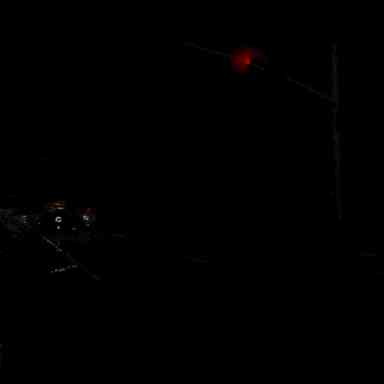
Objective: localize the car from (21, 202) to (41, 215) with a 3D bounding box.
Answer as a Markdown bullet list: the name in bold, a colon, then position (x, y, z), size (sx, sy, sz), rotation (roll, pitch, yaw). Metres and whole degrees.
- **car**: position (-20.391, 2.090, 41.850), size (1.895, 1.301, 4.718), rotation (-2, 0, -31)

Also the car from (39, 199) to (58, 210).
- **car**: position (-22.597, 1.959, 52.301), size (1.882, 1.535, 5.008), rotation (-2, 1, -33)

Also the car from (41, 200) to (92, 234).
- **car**: position (-8.075, 1.597, 21.398), size (2.097, 1.767, 4.553), rotation (-2, 1, -31)

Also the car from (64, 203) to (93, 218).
- **car**: position (-12.084, 1.872, 35.145), size (1.895, 1.301, 4.718), rotation (-2, 1, -31)

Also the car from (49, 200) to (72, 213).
- **car**: position (-17.409, 1.855, 43.894), size (1.882, 1.535, 5.008), rotation (-2, 1, -31)
